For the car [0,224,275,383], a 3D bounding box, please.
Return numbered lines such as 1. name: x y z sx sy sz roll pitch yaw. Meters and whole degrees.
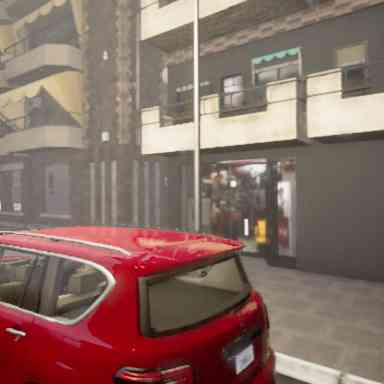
1. car: -1.557 1.303 3.843 5.009 1.841 2.192 0 -1 35
